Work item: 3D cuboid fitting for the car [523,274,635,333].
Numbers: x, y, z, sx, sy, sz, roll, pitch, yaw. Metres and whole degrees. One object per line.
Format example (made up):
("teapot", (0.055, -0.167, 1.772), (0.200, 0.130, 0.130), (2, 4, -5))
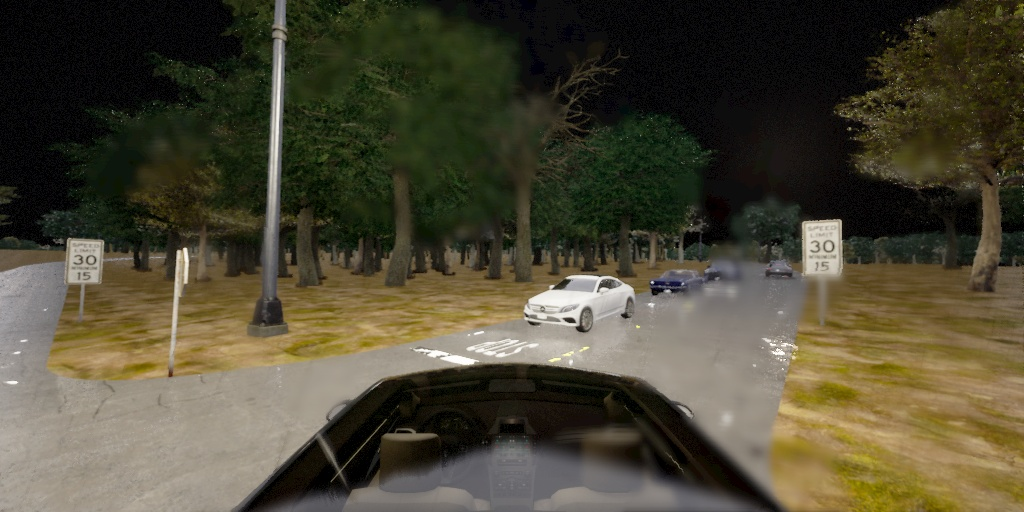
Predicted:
("car", (2.301, 1.318, 11.210), (1.812, 1.442, 4.674), (-1, -1, 41))

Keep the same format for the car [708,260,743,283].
("car", (16.777, 1.133, 28.393), (2.097, 1.767, 4.553), (-1, 0, 40))

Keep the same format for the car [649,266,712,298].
("car", (8.925, 1.392, 19.038), (1.895, 1.301, 4.718), (-1, -1, 40))

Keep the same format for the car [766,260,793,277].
("car", (25.812, 1.291, 34.617), (1.994, 1.385, 4.181), (-1, 0, 38))
